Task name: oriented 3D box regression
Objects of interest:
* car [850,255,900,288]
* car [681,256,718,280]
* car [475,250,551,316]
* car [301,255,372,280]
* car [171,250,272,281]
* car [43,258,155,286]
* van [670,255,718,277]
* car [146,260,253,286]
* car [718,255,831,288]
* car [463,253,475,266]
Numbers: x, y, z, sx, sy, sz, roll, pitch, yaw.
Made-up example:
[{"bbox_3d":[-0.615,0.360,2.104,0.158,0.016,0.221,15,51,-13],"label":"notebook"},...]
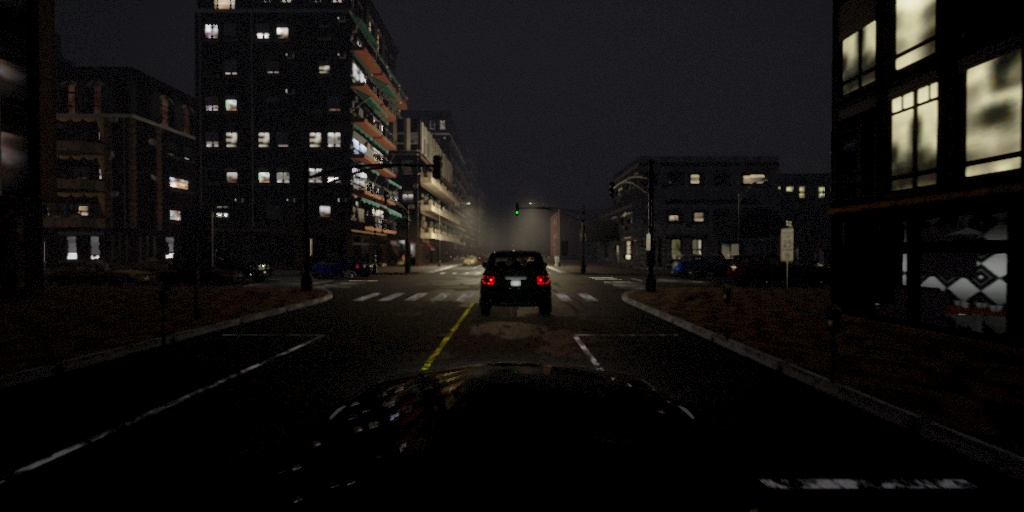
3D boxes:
[{"bbox_3d":[20.441,0.856,20.293,5.009,1.841,2.192,0,0,0],"label":"car"},{"bbox_3d":[15.458,0.948,26.062,5.008,1.535,1.882,0,1,0],"label":"car"},{"bbox_3d":[0.107,0.816,12.725,2.150,2.045,5.566,0,1,0],"label":"car"},{"bbox_3d":[-12.672,0.743,25.866,4.553,1.767,2.097,0,1,6],"label":"car"},{"bbox_3d":[-18.443,0.622,22.768,5.566,2.045,2.150,1,1,0],"label":"car"},{"bbox_3d":[-22.963,0.949,20.180,4.829,1.417,1.751,0,0,0],"label":"car"},{"bbox_3d":[14.893,0.785,28.659,3.998,1.789,1.690,0,0,0],"label":"van"},{"bbox_3d":[-17.470,1.017,20.194,4.207,1.307,1.802,0,0,0],"label":"car"},{"bbox_3d":[14.917,0.838,20.279,5.009,1.841,2.192,0,0,0],"label":"car"},{"bbox_3d":[-5.699,0.625,49.542,1.751,1.417,4.829,0,0,0],"label":"car"}]
